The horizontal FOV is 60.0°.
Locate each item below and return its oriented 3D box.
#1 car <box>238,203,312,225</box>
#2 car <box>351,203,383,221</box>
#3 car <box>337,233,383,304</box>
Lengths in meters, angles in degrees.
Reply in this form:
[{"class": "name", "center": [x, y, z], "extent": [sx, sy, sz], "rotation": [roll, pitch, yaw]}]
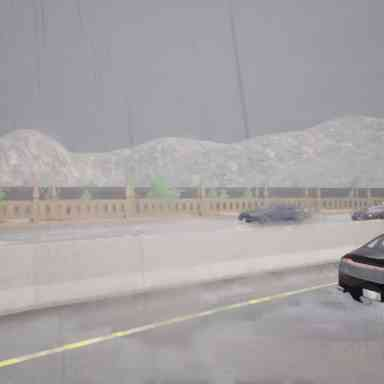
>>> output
[{"class": "car", "center": [5.848, 1.472, 23.165], "extent": [5.357, 1.411, 2.033], "rotation": [0, 0, -26]}, {"class": "car", "center": [12.973, 1.471, 22.406], "extent": [4.674, 1.442, 1.812], "rotation": [0, 0, -22]}, {"class": "car", "center": [5.048, 1.477, 6.685], "extent": [4.902, 1.511, 2.128], "rotation": [0, 0, -30]}]
